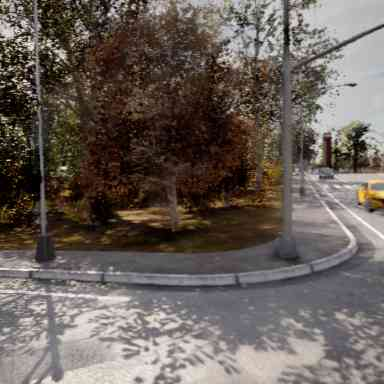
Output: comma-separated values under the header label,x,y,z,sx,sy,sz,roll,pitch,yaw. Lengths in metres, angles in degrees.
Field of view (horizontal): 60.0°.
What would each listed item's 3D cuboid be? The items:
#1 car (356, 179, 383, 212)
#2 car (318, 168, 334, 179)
label,x,y,z,sx,sy,sz,roll,pitch,yaw
car,10.063,0.115,17.691,1.882,1.535,5.008,0,4,17
car,20.224,-2.864,50.295,2.097,1.767,4.553,0,5,18
